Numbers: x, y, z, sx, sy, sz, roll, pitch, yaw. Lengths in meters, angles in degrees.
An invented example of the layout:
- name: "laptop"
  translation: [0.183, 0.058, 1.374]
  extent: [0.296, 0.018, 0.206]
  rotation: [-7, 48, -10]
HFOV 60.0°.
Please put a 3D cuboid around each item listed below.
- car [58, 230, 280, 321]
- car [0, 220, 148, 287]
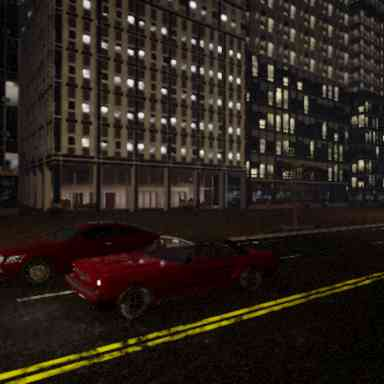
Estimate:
- name: "car"
  translation: [-0.256, 1.649, 7.498]
  extent: [4.718, 1.301, 1.895]
  rotation: [1, 0, -36]
- name: "car"
  translation: [-2.936, 1.565, 9.577]
  extent: [4.674, 1.442, 1.812]
  rotation: [1, 0, -36]
